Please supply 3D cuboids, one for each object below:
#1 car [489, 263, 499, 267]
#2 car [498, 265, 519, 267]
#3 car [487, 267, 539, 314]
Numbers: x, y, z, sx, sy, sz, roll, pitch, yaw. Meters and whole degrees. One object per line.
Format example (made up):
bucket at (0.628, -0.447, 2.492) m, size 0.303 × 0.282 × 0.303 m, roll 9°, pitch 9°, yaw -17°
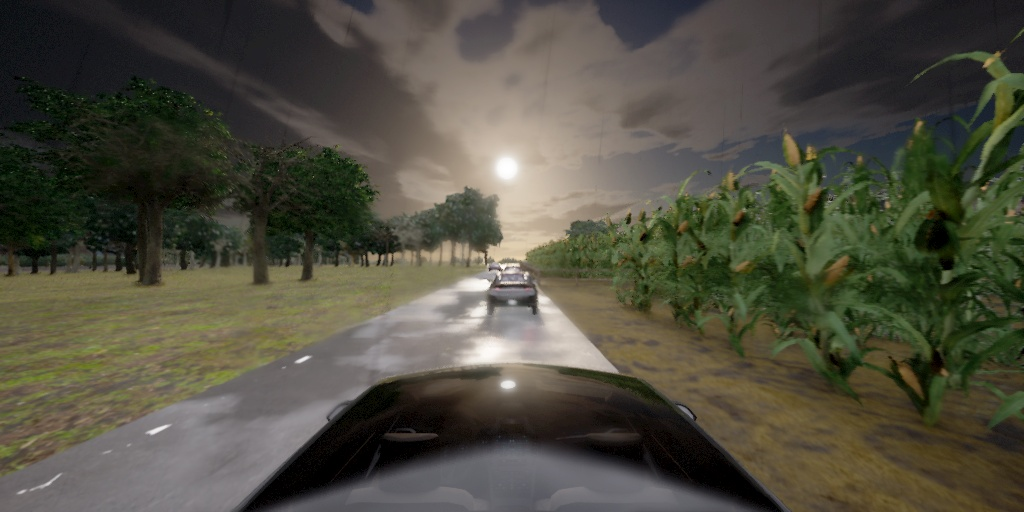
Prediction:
car at (-2.805, 1.856, 58.812) m, size 1.812 × 1.442 × 4.674 m, roll 0°, pitch -1°, yaw 0°
car at (0.052, 1.541, 29.938) m, size 1.812 × 1.442 × 4.674 m, roll 0°, pitch 0°, yaw 1°
car at (0.046, 1.357, 14.286) m, size 2.128 × 1.511 × 4.902 m, roll 0°, pitch 0°, yaw 0°
